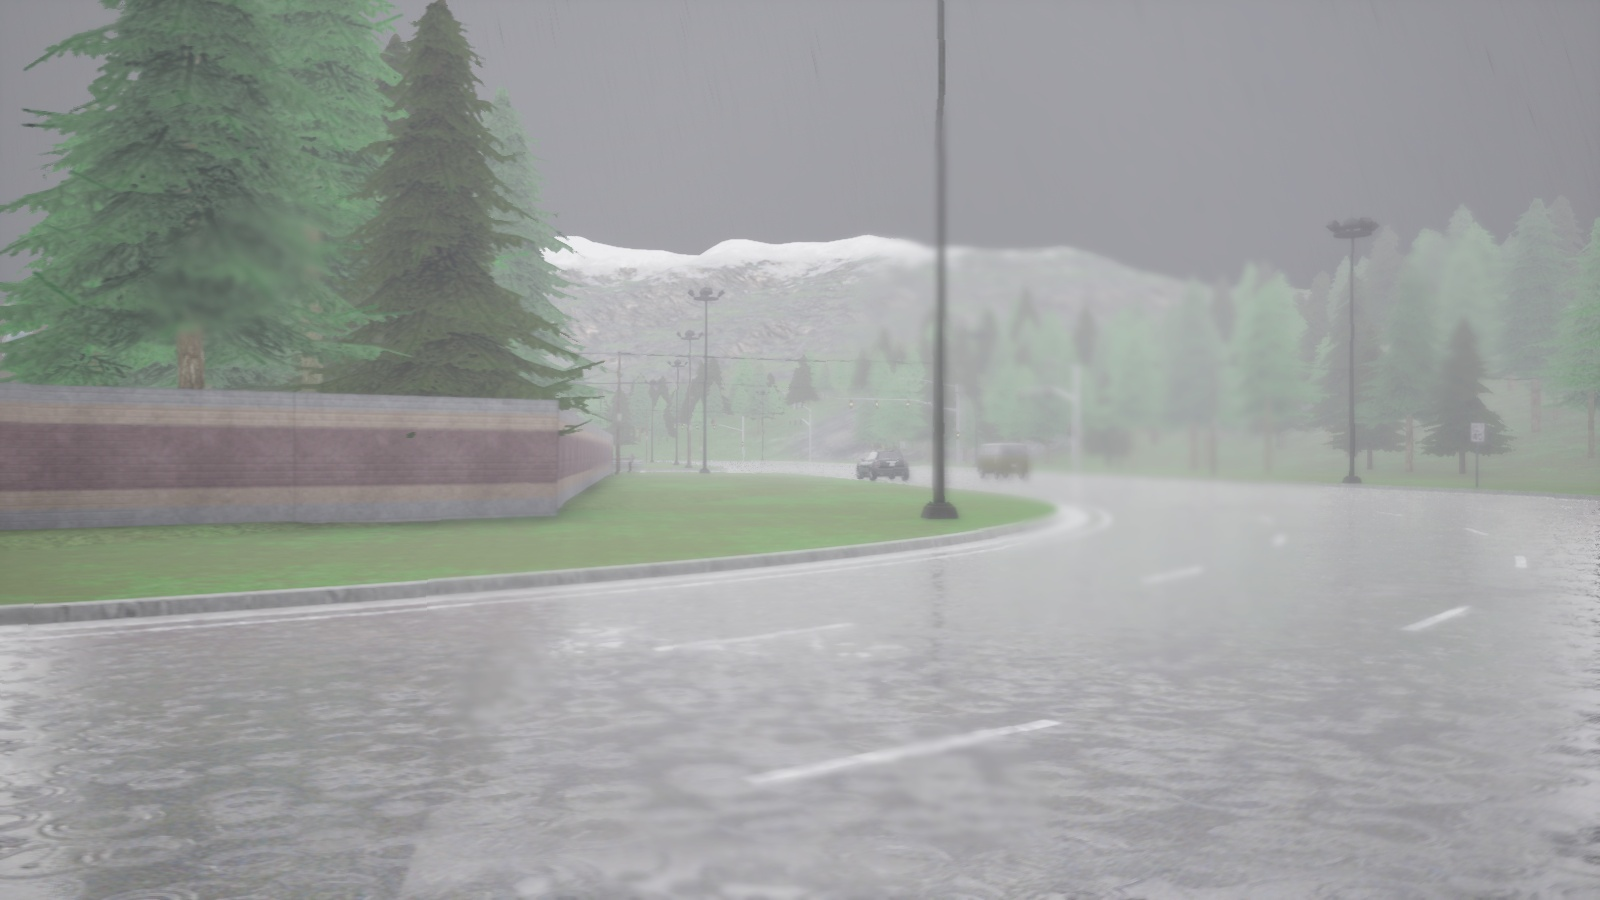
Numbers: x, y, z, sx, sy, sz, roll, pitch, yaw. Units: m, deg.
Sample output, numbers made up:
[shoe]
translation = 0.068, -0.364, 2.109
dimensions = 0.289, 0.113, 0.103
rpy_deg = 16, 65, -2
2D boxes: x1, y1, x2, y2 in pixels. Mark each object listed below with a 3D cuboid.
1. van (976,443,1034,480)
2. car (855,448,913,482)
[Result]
[van]
translation = 11.368, 0.660, 69.819
dimensions = 1.775, 1.987, 4.442
rpy_deg = 0, 0, -10
[car]
translation = 4.518, 0.781, 68.351
dimensions = 2.097, 1.767, 4.553
rpy_deg = 0, 0, -10
